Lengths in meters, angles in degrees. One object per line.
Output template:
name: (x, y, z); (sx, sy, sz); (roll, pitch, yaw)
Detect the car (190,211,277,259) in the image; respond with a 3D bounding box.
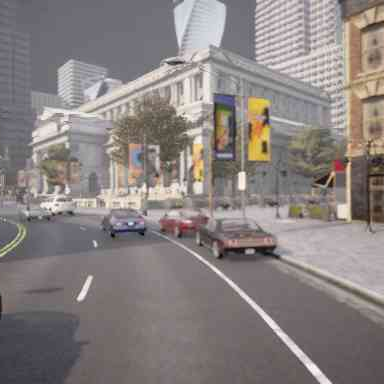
car: (1.423, 1.618, 12.817); (1.895, 1.301, 4.718); (-1, 0, -11)

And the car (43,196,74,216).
car: (-14.338, 1.464, 35.272); (2.150, 2.045, 5.566); (0, 0, -40)

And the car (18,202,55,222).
car: (-13.762, 1.820, 28.992); (1.895, 1.301, 4.718); (0, 0, -37)

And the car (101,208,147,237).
car: (-3.962, 1.640, 18.833); (2.033, 1.411, 5.357); (0, 0, -22)

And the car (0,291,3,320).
car: (-3.767, 1.524, 3.194); (1.882, 1.535, 5.008); (0, 0, -4)
